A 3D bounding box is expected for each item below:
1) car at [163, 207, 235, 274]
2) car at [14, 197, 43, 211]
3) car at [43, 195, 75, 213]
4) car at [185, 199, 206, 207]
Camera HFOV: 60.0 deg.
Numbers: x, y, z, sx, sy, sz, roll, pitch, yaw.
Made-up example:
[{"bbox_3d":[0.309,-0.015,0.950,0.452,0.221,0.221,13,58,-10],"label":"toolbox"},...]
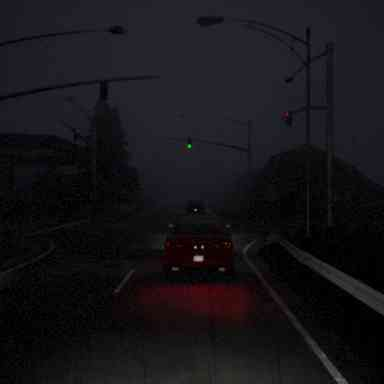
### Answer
[{"bbox_3d":[0.239,1.467,10.594,1.882,1.535,5.008,0,0,2],"label":"car"},{"bbox_3d":[-19.935,1.444,40.844,2.242,1.667,4.611,0,0,0],"label":"car"},{"bbox_3d":[-14.261,1.283,36.523,1.905,1.878,3.866,0,0,0],"label":"car"},{"bbox_3d":[0.354,1.485,34.690,1.837,1.490,4.892,0,0,0],"label":"car"}]
